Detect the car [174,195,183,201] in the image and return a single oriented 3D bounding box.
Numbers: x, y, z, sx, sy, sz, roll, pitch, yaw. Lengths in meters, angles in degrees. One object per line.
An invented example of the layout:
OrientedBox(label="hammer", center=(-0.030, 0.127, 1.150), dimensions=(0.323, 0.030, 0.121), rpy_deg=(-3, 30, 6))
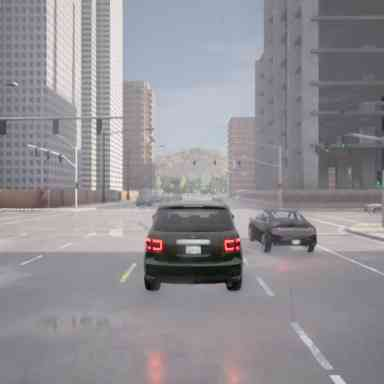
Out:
OrientedBox(label="car", center=(-3.356, 1.481, 81.357), dimensions=(1.994, 1.385, 4.181), rpy_deg=(0, 0, 1))

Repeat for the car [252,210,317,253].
OrientedBox(label="car", center=(3.540, 1.490, 13.726), dimensions=(2.128, 1.511, 4.902), rpy_deg=(0, 0, 0))

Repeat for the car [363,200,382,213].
OrientedBox(label="car", center=(20.844, 1.522, 35.555), dimensions=(4.674, 1.442, 1.812), rpy_deg=(0, 0, 0))

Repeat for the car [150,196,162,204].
OrientedBox(label="car", center=(-7.084, 1.498, 66.224), dimensions=(1.837, 1.490, 4.892), rpy_deg=(0, 0, 1))

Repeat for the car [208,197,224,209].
OrientedBox(label="car", center=(3.300, 1.501, 46.022), dimensions=(1.837, 1.490, 4.892), rpy_deg=(0, 0, 0))

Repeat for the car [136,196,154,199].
OrientedBox(label="car", center=(-7.351, 1.348, 50.718), dimensions=(2.097, 1.767, 4.553), rpy_deg=(0, 0, 1))

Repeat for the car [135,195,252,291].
OrientedBox(label="car", center=(0.034, 1.221, 9.149), dimensions=(2.150, 2.045, 5.566), rpy_deg=(0, 0, 0))

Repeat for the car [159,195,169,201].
OrientedBox(label="car", center=(-6.859, 1.528, 81.198), dimensions=(1.895, 1.301, 4.718), rpy_deg=(0, 0, 1))

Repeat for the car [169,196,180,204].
OrientedBox(label="car", center=(-3.567, 1.497, 67.026), dimensions=(1.837, 1.490, 4.892), rpy_deg=(0, 0, 1))

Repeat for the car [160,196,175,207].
OrientedBox(label="car", center=(-3.833, 1.496, 52.214), dimensions=(1.837, 1.490, 4.892), rpy_deg=(0, 1, 1))
